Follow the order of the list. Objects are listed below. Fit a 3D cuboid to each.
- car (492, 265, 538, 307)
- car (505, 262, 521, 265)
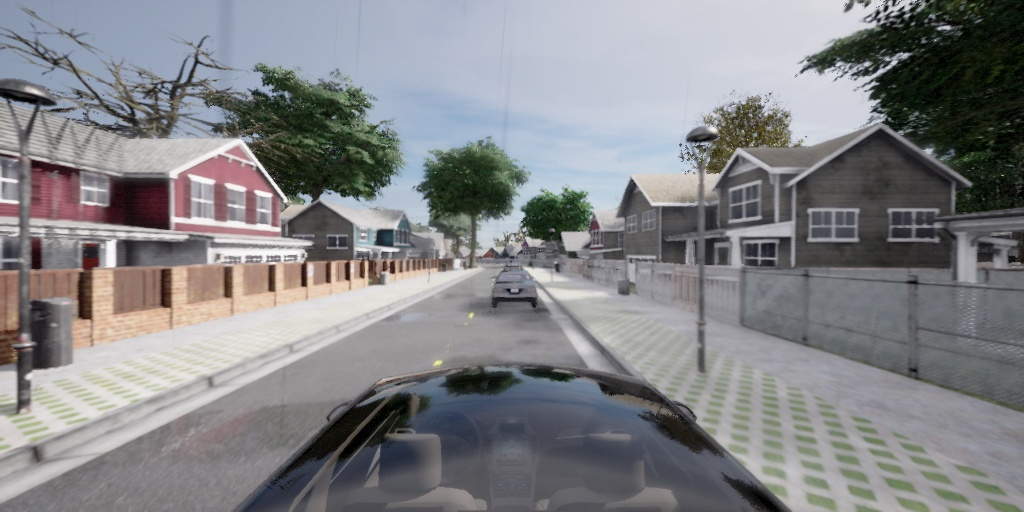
[{"bbox_3d":[0.099,1.308,15.535,2.033,1.411,5.357,0,0,0],"label":"car"},{"bbox_3d":[0.097,1.296,35.339,2.128,1.511,4.902,0,0,0],"label":"car"}]
